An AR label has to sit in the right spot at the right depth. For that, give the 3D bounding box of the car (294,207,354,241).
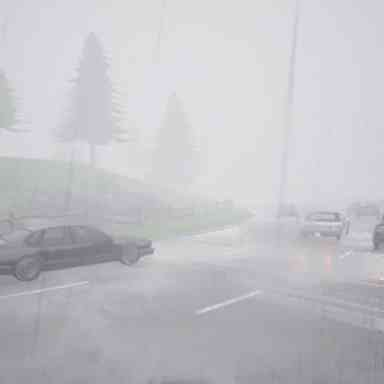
[{"bbox_3d":[7.054,1.688,17.466,1.895,1.301,4.718,0,0,32],"label":"car"}]

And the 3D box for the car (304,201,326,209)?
[{"bbox_3d":[12.841,1.700,34.682,1.812,1.442,4.674,0,0,8],"label":"car"}]

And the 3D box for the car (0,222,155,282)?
[{"bbox_3d":[-3.782,1.630,10.103,5.357,1.411,2.033,0,0,-40],"label":"car"}]

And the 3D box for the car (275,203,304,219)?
[{"bbox_3d":[8.789,1.714,30.853,2.033,1.411,5.357,0,0,12],"label":"car"}]

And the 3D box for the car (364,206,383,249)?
[{"bbox_3d":[8.939,1.550,14.153,2.128,1.511,4.902,0,0,35],"label":"car"}]

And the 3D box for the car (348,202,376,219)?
[{"bbox_3d":[15.711,1.630,30.810,2.128,1.511,4.902,0,0,11],"label":"car"}]
